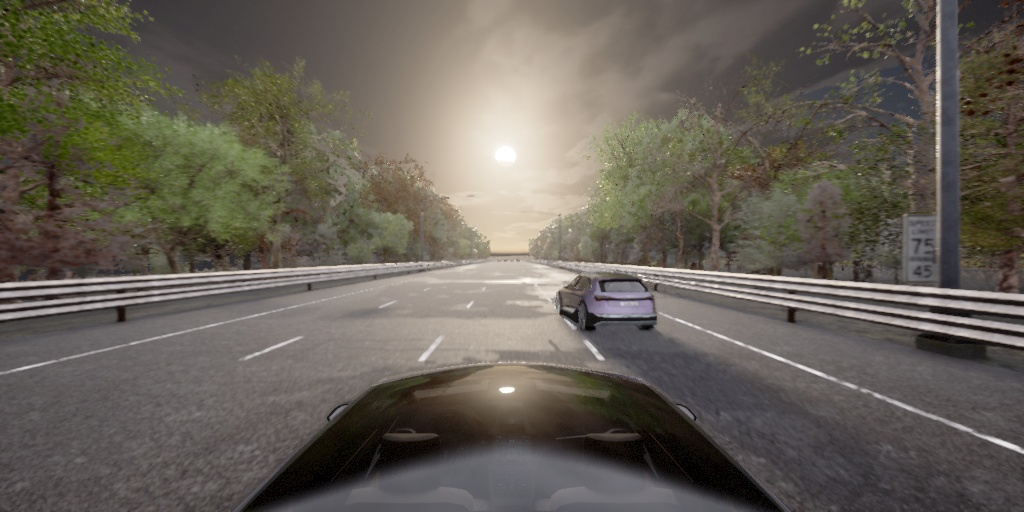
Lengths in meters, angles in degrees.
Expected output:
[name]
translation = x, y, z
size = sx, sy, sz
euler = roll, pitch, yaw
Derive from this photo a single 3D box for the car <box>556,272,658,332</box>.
[car]
translation = 2.701, 1.286, 11.115
size = 2.033, 1.649, 4.856
euler = 0, -1, -5
